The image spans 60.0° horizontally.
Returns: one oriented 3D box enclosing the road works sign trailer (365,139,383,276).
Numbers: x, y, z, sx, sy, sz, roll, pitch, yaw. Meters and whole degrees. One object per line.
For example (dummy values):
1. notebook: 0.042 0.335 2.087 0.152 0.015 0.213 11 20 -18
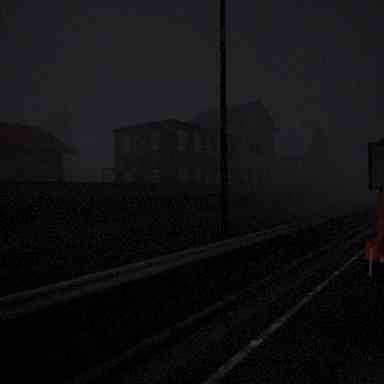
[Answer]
1. road works sign trailer: 6.126 0.310 8.926 2.380 3.560 2.880 0 1 37
